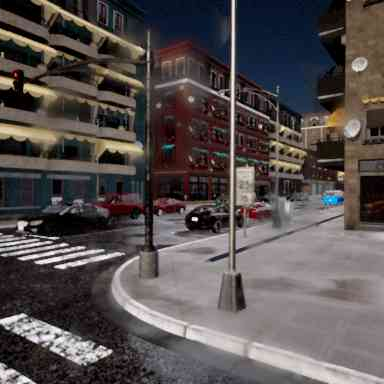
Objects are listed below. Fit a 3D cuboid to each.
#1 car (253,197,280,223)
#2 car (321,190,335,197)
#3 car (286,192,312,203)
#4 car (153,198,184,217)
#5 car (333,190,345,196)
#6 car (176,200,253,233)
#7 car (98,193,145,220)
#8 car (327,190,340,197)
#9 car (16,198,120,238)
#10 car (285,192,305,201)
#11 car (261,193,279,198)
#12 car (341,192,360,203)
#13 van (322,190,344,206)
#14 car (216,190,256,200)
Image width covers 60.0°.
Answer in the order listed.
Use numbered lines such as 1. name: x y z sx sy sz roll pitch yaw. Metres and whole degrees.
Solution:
1. car: 4.549 1.281 22.572 1.802 1.307 4.206 2 2 35
2. car: 29.815 0.374 72.963 1.887 1.381 4.507 2 2 35
3. car: 15.988 0.819 48.696 2.033 1.411 5.357 1 1 35
4. car: -2.278 1.177 27.431 1.887 1.381 4.507 2 2 35
5. car: 36.232 0.252 82.070 1.802 1.307 4.206 2 2 35
6. car: 1.340 1.346 18.019 1.947 1.339 4.313 2 2 35
7. car: -5.484 1.028 22.872 2.192 1.841 5.009 2 2 35
8. car: 33.023 0.332 77.517 1.802 1.307 4.206 2 2 35
9. car: -6.322 1.304 16.871 2.128 1.511 4.902 0 1 32
10. car: 16.977 0.716 54.750 1.947 1.339 4.313 2 2 35
11. car: 10.559 0.876 45.644 1.947 1.339 4.313 2 2 35
12. car: 23.805 0.762 49.890 1.887 1.381 4.507 2 2 35
13. van: 17.389 0.719 40.780 1.690 1.788 3.998 2 2 35
14. car: 4.357 0.760 32.361 2.150 2.045 5.566 1 1 35
